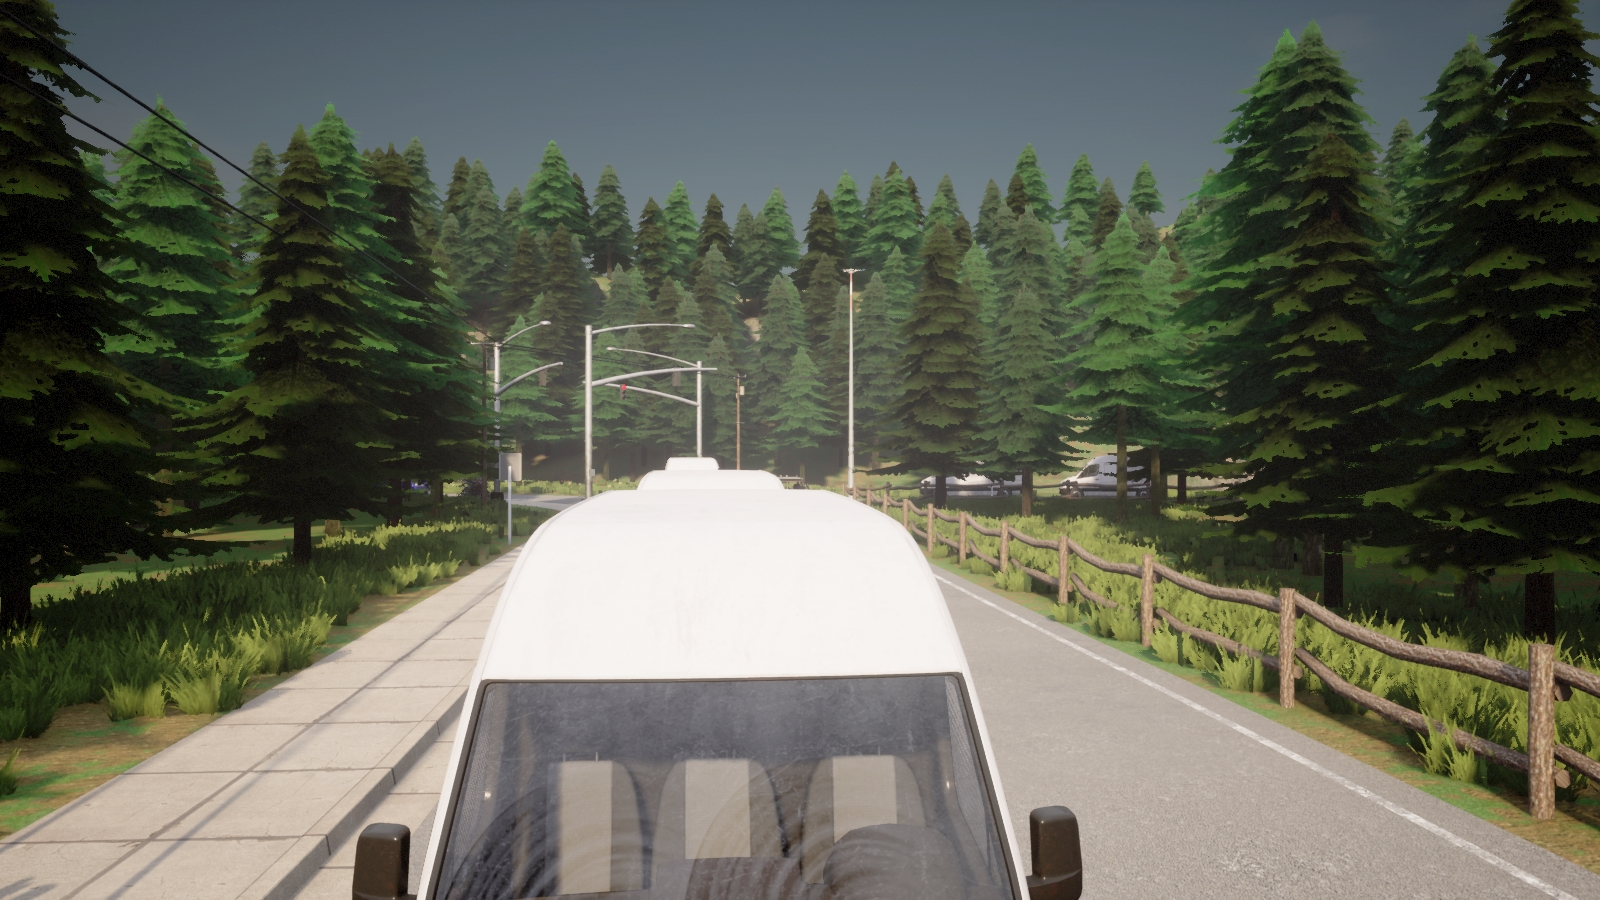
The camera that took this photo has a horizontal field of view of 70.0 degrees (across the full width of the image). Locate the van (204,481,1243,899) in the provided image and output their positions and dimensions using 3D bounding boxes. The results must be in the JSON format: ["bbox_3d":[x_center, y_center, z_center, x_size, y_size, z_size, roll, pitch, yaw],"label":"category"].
[{"bbox_3d":[-0.347,1.499,5.139,1.988,2.561,5.915,0,0,-5],"label":"van"}]

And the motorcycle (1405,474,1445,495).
[{"bbox_3d":[39.890,2.178,72.929,2.209,1.251,0.867,0,0,29],"label":"motorcycle"}]
